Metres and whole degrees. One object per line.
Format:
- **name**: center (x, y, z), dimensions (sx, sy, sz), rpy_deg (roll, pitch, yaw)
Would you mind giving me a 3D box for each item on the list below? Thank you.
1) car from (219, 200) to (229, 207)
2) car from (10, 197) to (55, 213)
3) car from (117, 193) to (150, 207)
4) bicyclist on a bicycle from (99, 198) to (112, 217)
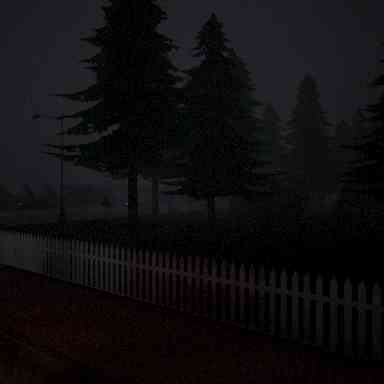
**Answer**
- **car**: center (4.278, 1.221, 51.479), dimensions (2.150, 2.045, 5.566), rpy_deg (0, 0, 34)
- **car**: center (-18.051, 1.352, 37.662), dimensions (2.097, 1.767, 4.553), rpy_deg (0, 0, 34)
- **car**: center (-8.881, 1.218, 51.120), dimensions (2.150, 2.045, 5.566), rpy_deg (0, 1, 34)
- **bicyclist on a bicycle**: center (-7.200, 1.302, 27.864), dimensions (1.656, 1.620, 0.582), rpy_deg (0, 0, 34)
